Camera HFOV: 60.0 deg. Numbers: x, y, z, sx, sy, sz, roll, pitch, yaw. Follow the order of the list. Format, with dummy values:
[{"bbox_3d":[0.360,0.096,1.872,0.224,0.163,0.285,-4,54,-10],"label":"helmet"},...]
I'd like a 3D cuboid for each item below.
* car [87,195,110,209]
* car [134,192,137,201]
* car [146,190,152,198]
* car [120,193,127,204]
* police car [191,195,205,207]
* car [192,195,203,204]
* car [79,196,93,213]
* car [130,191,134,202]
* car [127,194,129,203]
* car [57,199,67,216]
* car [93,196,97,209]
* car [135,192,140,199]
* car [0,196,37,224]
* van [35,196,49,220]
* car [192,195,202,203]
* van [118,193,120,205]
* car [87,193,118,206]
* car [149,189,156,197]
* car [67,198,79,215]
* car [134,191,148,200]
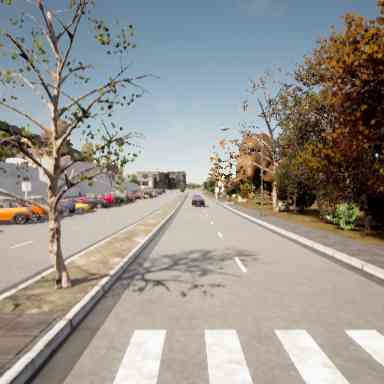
[{"bbox_3d":[-13.861,1.516,44.548,4.674,1.452,2.002,-1,1,-20],"label":"car"},{"bbox_3d":[-13.847,1.302,65.430,4.674,1.452,2.002,-1,1,-20],"label":"car"},{"bbox_3d":[-14.011,1.037,86.376,5.366,1.575,1.946,-1,1,-20],"label":"car"},{"bbox_3d":[-13.838,1.136,53.512,5.566,2.045,2.435,-1,0,-20],"label":"car"},{"bbox_3d":[0.900,1.391,49.592,1.930,1.638,5.238,0,1,0],"label":"police car"},{"bbox_3d":[0.900,1.397,59.485,1.812,1.442,4.674,0,1,0],"label":"car"},{"bbox_3d":[-13.698,1.527,35.663,5.366,1.575,1.946,-1,0,-20],"label":"car"},{"bbox_3d":[-13.826,1.167,62.456,4.553,1.767,2.185,-1,1,-20],"label":"car"},{"bbox_3d":[-13.851,1.358,56.483,4.892,1.521,2.231,-1,1,-20],"label":"car"},{"bbox_3d":[-13.869,1.587,29.622,4.674,1.452,2.002,-1,0,-20],"label":"car"},{"bbox_3d":[-13.841,1.548,38.591,4.792,1.488,2.163,-1,0,-20],"label":"car"},{"bbox_3d":[-13.824,1.259,68.448,4.792,1.488,2.163,-1,0,-20],"label":"car"},{"bbox_3d":[-13.850,1.417,23.662,4.553,1.767,2.185,-1,0,-20],"label":"car"},{"bbox_3d":[-13.771,1.322,26.689,4.442,1.987,1.878,-1,0,-20],"label":"van"},{"bbox_3d":[0.897,1.326,65.482,1.812,1.442,4.674,0,1,0],"label":"car"},{"bbox_3d":[-13.756,1.192,50.559,4.442,1.987,1.878,-1,0,-20],"label":"van"},{"bbox_3d":[-13.892,1.199,47.516,5.566,2.045,2.435,-1,1,-20],"label":"car"},{"bbox_3d":[-13.813,0.709,92.465,5.566,2.045,2.435,-1,0,-20],"label":"car"},{"bbox_3d":[-13.898,1.575,32.594,4.792,1.488,2.163,-1,0,-20],"label":"car"},{"bbox_3d":[-13.817,1.132,80.453,4.792,1.488,2.163,-1,0,-20],"label":"car"}]
